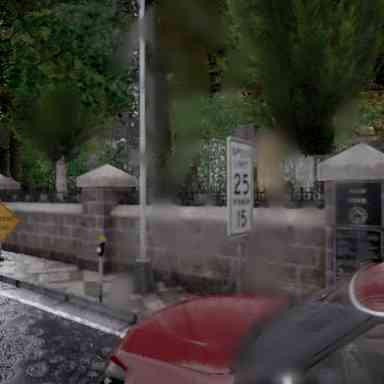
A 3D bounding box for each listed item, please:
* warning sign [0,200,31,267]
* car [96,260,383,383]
[{"bbox_3d":[-5.710,1.184,9.885,1.060,1.860,1.300,0,0,36],"label":"warning sign"},{"bbox_3d":[1.616,1.313,1.810,5.009,1.841,2.192,0,0,36],"label":"car"}]
